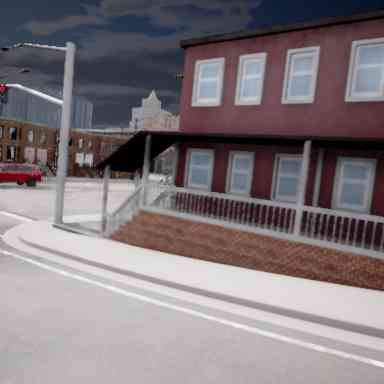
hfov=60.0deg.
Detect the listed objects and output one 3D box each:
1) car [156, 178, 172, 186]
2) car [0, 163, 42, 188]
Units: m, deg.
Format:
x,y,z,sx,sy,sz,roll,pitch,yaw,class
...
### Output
x,y,z,sx,sy,sz,roll,pitch,yaw,class
-3.097,-1.248,47.438,1.837,1.490,4.892,9,5,36,car
-16.099,-1.544,29.299,2.150,2.045,5.566,9,5,35,car
